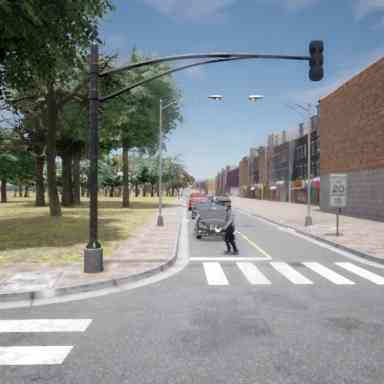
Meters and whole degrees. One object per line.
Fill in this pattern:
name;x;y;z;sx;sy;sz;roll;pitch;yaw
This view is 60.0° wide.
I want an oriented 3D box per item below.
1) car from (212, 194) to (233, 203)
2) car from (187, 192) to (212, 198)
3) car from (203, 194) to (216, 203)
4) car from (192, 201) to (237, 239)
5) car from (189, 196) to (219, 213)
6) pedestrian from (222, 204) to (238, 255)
car;3.603;1.289;39.301;1.837;1.490;4.892;0;0;-1
car;0.695;1.000;37.980;2.150;2.045;5.566;0;0;-1
car;3.156;1.191;61.591;2.128;1.511;4.902;0;0;-1
car;1.097;1.454;17.221;1.837;1.490;4.892;0;1;-1
car;0.899;1.361;27.271;1.837;1.490;4.892;0;0;-1
pedestrian;1.333;1.298;11.832;0.375;1.860;0.375;1;0;-1
